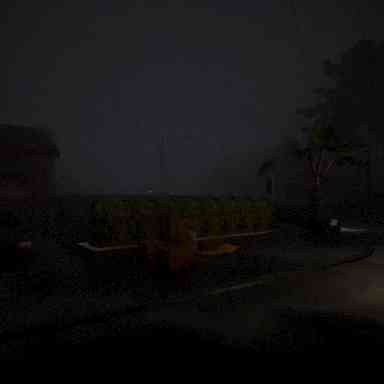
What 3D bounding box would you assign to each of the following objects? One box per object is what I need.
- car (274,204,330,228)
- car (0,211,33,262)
[{"bbox_3d":[6.653,1.547,22.439,2.033,1.411,5.357,0,0,-36],"label":"car"},{"bbox_3d":[-6.477,1.356,10.777,2.033,1.415,5.357,0,0,-33],"label":"car"}]
